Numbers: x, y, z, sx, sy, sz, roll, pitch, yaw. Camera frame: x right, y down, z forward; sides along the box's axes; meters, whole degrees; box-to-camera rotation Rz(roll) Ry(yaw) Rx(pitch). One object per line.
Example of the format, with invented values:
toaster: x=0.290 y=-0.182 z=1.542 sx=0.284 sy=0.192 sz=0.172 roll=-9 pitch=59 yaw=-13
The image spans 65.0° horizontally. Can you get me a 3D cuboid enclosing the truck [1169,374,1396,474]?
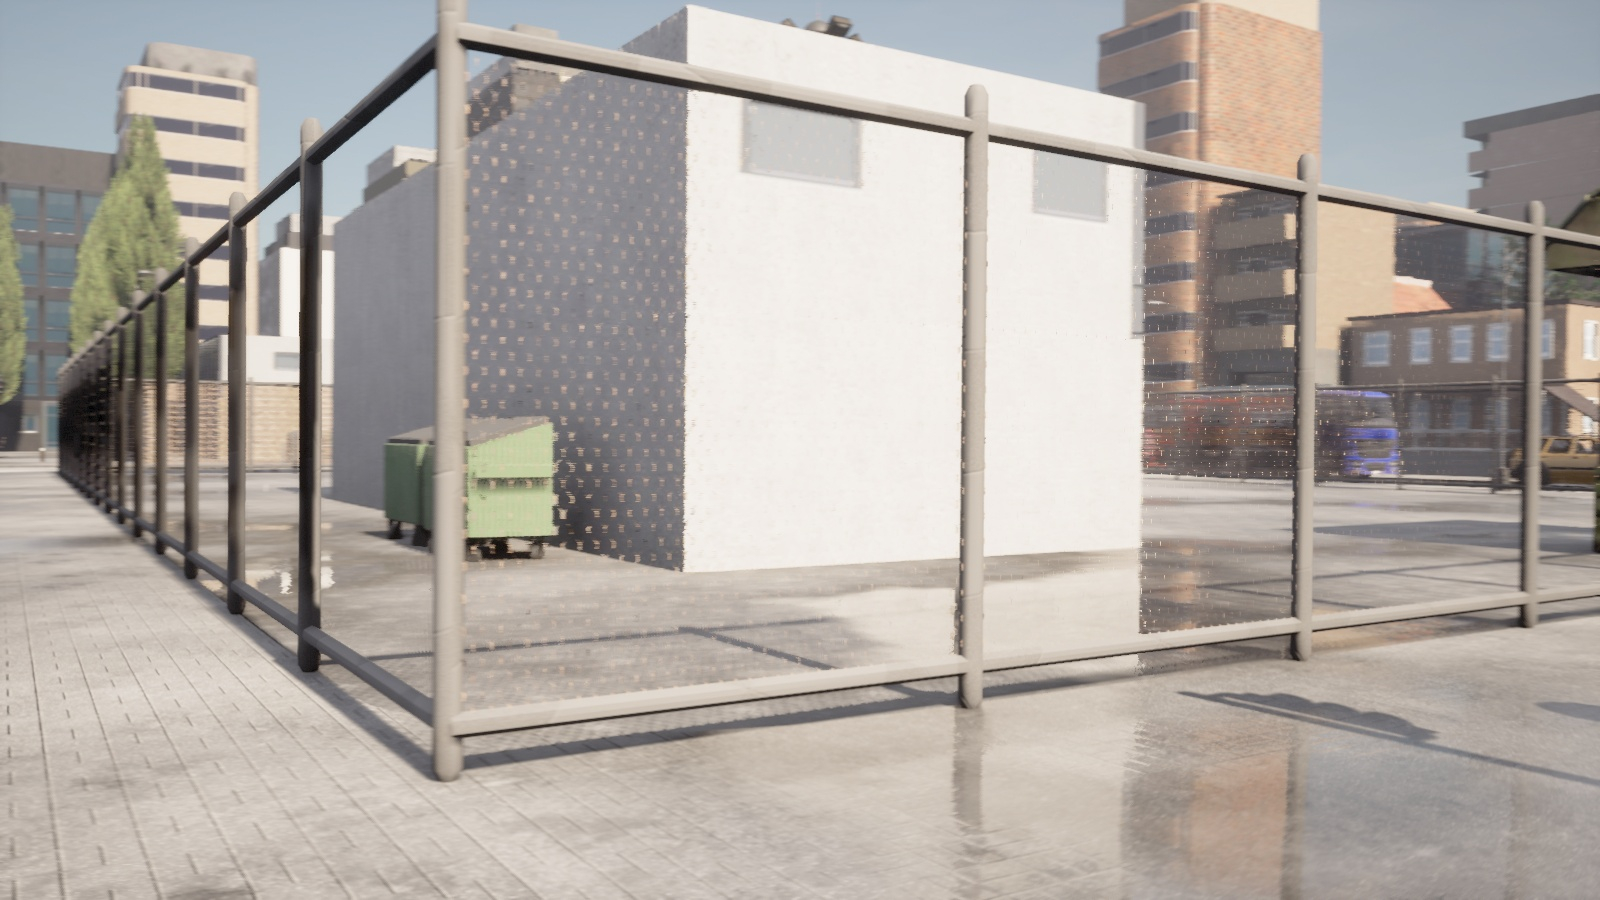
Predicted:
truck: x=18.045 y=-0.935 z=47.612 sx=2.891 sy=3.462 sz=7.936 roll=-1 pitch=1 yaw=-30

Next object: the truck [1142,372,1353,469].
truck: x=18.886 y=-1.195 z=53.616 sx=2.891 sy=3.827 sz=8.468 roll=-1 pitch=1 yaw=-33

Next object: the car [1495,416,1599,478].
car: x=24.037 y=-0.108 z=38.323 sx=1.932 sy=1.855 sz=4.605 roll=-1 pitch=1 yaw=-31
